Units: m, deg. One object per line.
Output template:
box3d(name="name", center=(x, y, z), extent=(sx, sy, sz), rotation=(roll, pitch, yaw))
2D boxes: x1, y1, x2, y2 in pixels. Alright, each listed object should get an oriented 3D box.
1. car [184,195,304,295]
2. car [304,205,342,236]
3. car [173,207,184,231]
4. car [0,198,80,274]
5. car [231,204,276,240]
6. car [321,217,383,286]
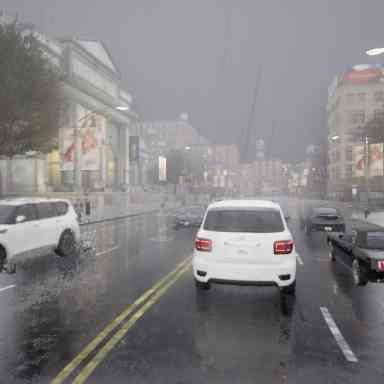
box3d(name="car", center=(1.471, 1.221, 9.001), extent=(2.150, 2.045, 5.566), rotation=(0, 0, 11))
box3d(name="car", center=(7.019, 1.505, 18.252), extent=(1.837, 1.490, 4.892), rotation=(0, 0, 12))
box3d(name="car", center=(0.203, 1.513, 20.446), extent=(1.837, 1.490, 4.892), rotation=(0, 0, 13))
box3d(name="car", center=(-5.660, 1.220, 10.268), extent=(2.150, 2.045, 5.566), rotation=(0, 0, 12))
box3d(name="car", center=(3.437, 1.492, 18.306), extent=(2.128, 1.511, 4.902), rotation=(0, 0, 12))
box3d(name="car", center=(5.112, 1.601, 9.209), extent=(1.895, 1.301, 4.718), rotation=(0, 0, 11))
